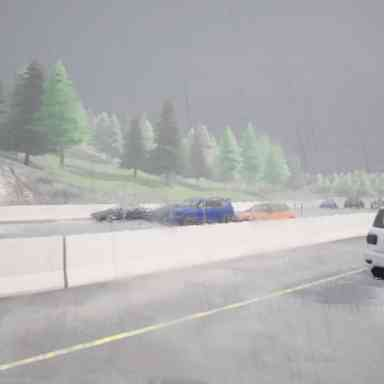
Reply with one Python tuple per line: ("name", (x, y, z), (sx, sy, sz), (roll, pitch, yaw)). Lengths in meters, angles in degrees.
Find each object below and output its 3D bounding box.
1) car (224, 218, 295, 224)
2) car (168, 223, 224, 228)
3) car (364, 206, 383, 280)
("car", (4.576, 1.518, 21.207), (4.553, 1.767, 2.097), (1, 0, -40))
("car", (0.484, 1.363, 22.221), (5.566, 2.045, 2.150), (1, 0, -39))
("car", (6.881, 1.334, 9.200), (5.566, 2.045, 2.150), (0, 0, -39))
